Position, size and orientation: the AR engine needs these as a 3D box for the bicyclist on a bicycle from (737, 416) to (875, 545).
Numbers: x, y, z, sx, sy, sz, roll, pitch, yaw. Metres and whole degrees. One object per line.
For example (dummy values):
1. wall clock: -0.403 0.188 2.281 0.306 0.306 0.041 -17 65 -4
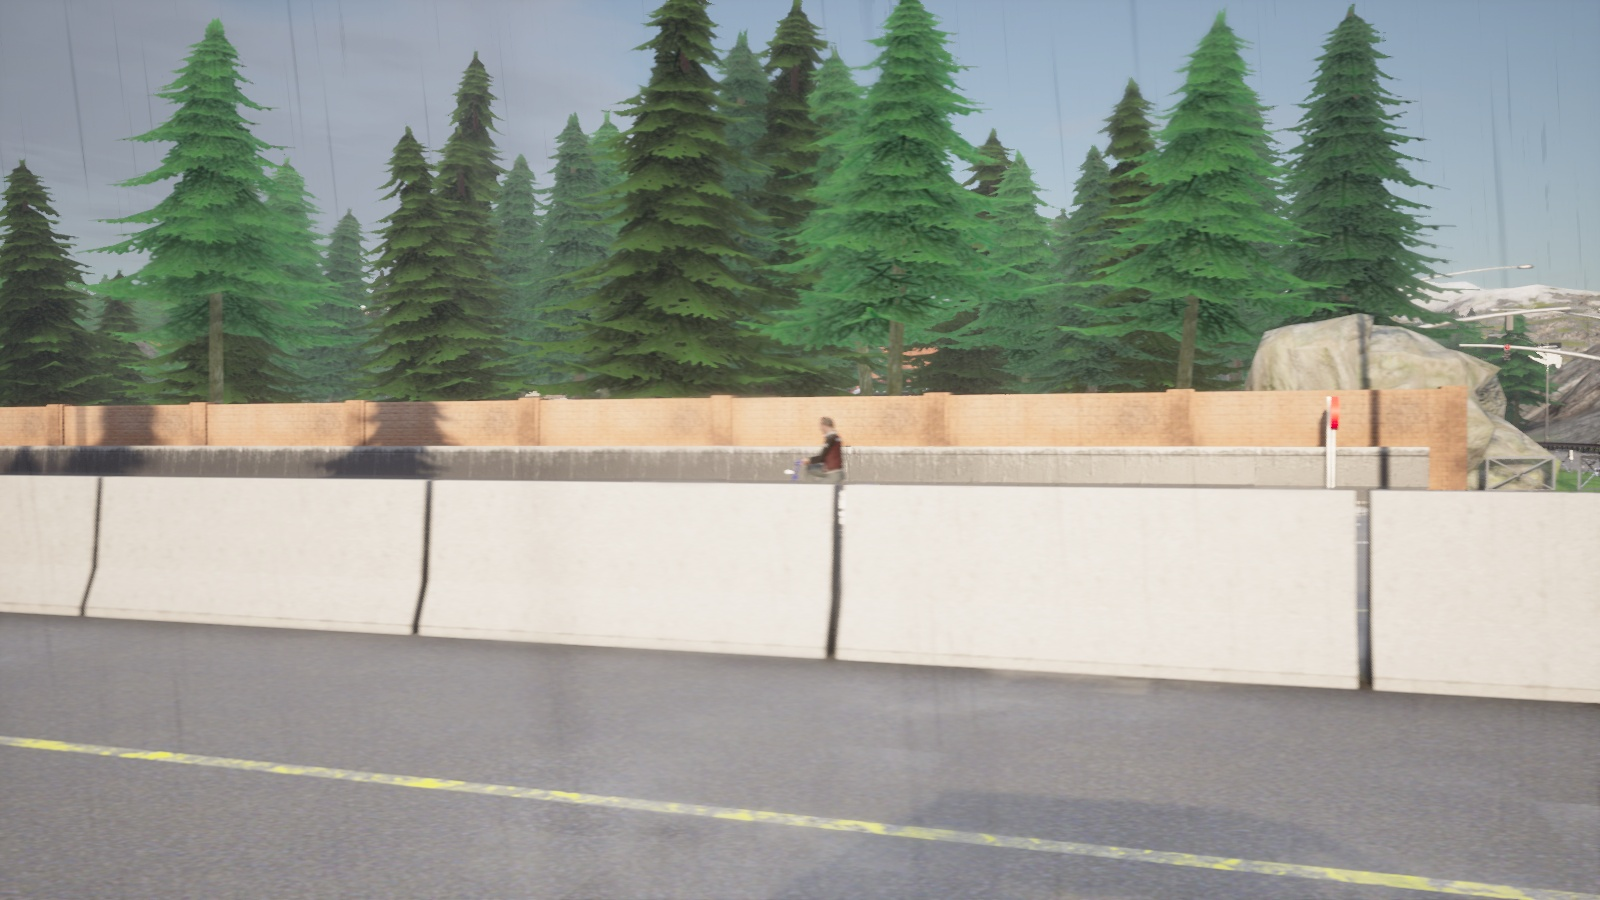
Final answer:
1. bicyclist on a bicycle: 0.082 0.410 17.930 1.843 1.776 0.659 1 1 19
